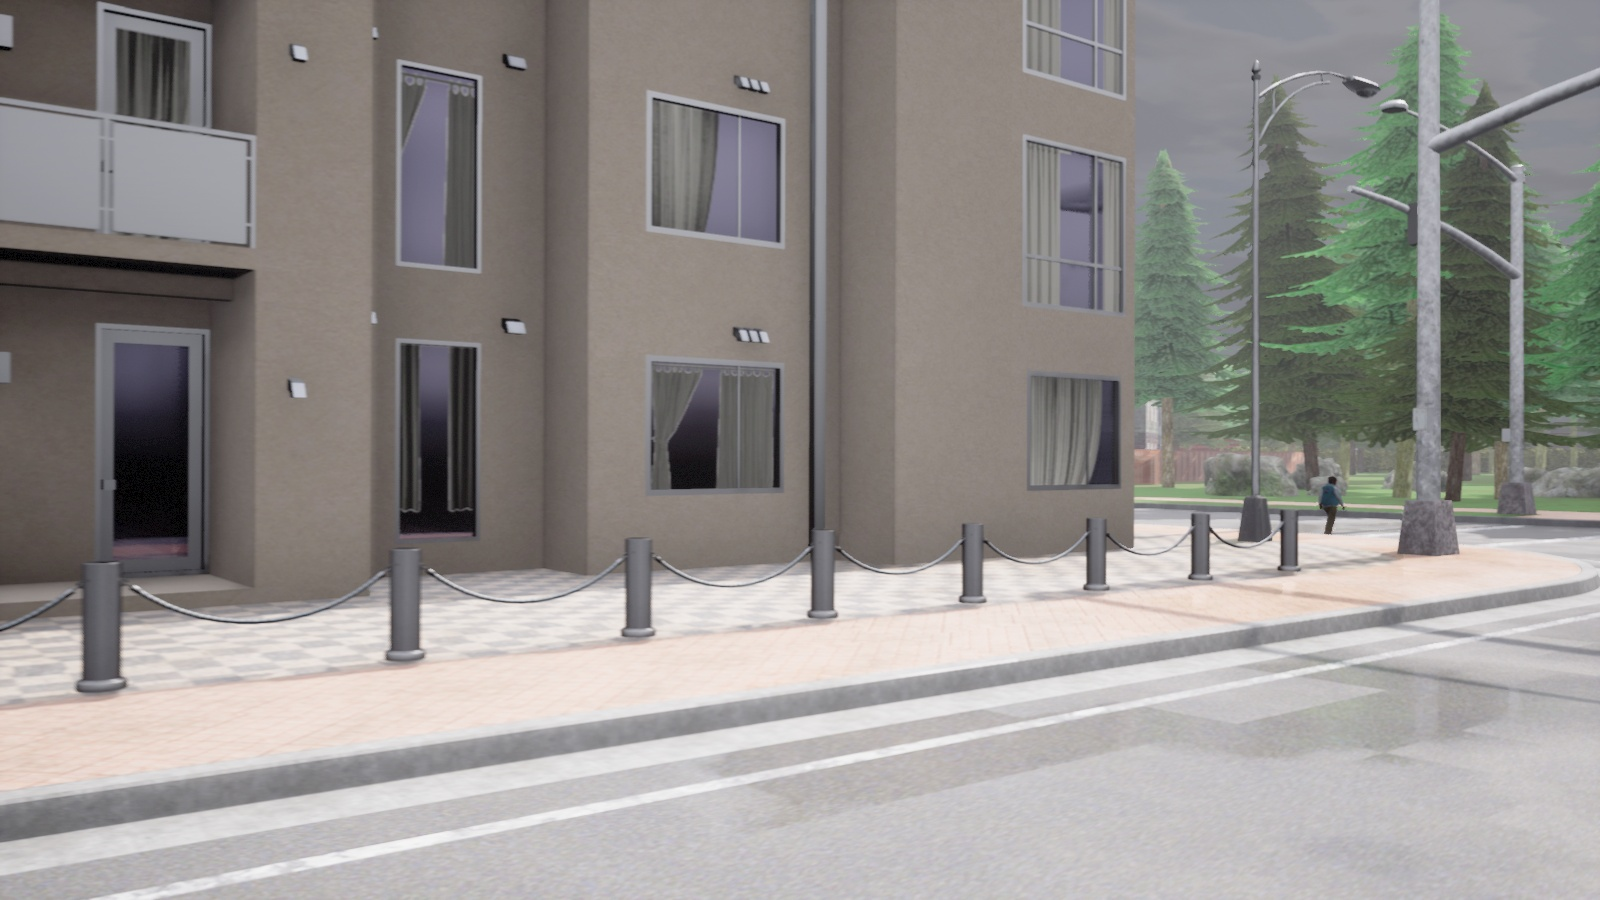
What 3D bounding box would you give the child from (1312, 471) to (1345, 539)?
[{"bbox_3d":[9.474,0.976,22.498,0.448,1.192,0.343,0,0,-29],"label":"child"}]
